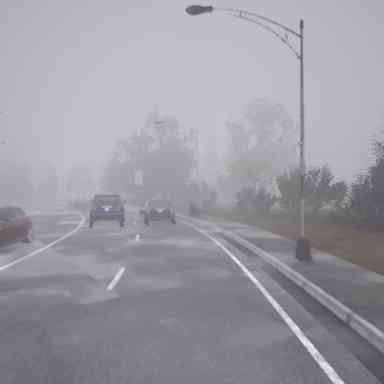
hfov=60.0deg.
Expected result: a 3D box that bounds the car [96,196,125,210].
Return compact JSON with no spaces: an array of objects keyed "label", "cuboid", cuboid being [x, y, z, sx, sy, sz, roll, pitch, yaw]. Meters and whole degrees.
[{"label":"car","cuboid":[-10.247,1.328,41.580,2.128,1.511,4.902,1,0,-31]}]

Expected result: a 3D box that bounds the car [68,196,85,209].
[{"label":"car","cuboid":[-13.917,1.291,40.892,2.128,1.511,4.902,1,0,-32]}]

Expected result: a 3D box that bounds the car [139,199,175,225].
[{"label":"car","cuboid":[-2.590,1.274,23.845,2.097,1.767,4.553,0,0,-14]}]

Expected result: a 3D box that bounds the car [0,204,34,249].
[{"label":"car","cuboid":[-7.817,1.308,12.601,2.097,1.767,4.553,0,0,-5]}]

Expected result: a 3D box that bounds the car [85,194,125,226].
[{"label":"car","cuboid":[-5.741,1.134,22.564,2.150,2.045,5.566,0,0,-14]}]
